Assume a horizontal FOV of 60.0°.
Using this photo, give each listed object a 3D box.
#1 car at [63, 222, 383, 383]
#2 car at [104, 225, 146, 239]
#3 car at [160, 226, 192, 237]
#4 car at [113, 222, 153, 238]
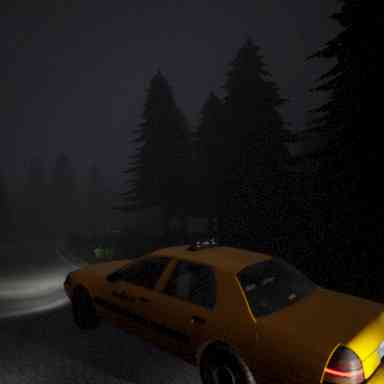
[{"bbox_3d":[-0.042,1.437,4.910,5.366,1.575,1.801,0,1,44],"label":"car"},{"bbox_3d":[-7.351,4.478,37.193,2.033,1.411,5.357,-4,-8,21],"label":"car"},{"bbox_3d":[-2.155,5.509,46.459,1.882,1.535,5.008,-5,-8,30],"label":"car"},{"bbox_3d":[-7.660,5.020,44.036,2.150,2.045,5.566,-5,-8,28],"label":"car"}]
